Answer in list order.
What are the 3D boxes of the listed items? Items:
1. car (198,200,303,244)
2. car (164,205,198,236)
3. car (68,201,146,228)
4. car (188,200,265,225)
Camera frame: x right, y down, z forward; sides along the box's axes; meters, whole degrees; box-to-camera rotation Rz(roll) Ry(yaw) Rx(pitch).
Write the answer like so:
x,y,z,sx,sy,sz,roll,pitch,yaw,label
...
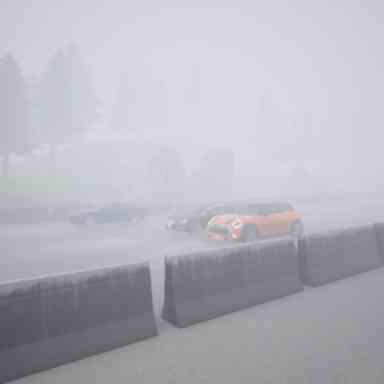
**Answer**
x,y,z,sx,sy,sz,roll,pitch,yaw,label
2.824,1.207,14.722,4.553,1.767,2.097,-1,1,-36,car
0.869,1.345,17.628,4.902,1.511,2.128,-1,1,-36,car
-5.431,1.375,21.704,5.008,1.535,1.882,-1,1,-36,car
2.493,1.328,23.132,5.357,1.411,2.033,-1,1,-36,car
